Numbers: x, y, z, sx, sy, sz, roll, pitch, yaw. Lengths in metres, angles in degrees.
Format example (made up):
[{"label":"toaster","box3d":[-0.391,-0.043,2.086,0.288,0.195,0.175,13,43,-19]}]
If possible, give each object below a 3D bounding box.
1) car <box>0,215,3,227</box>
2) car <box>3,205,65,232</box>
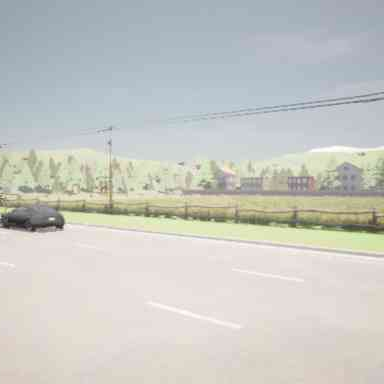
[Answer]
[{"label":"car","box3d":[-11.618,1.374,16.586,4.674,1.442,1.812,0,0,36]},{"label":"car","box3d":[-9.210,1.415,19.169,4.181,1.385,1.994,0,0,35]}]
